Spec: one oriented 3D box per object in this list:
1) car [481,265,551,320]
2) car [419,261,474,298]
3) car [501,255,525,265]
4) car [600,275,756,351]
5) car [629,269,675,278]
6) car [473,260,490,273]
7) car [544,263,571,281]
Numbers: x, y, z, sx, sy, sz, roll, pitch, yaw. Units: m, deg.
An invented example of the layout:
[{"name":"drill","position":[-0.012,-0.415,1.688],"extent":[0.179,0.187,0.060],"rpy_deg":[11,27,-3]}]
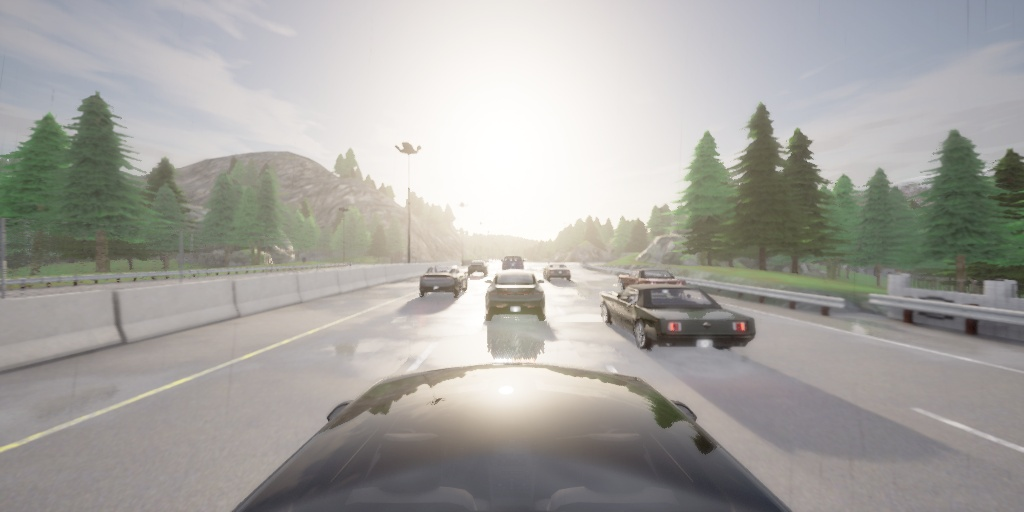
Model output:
[{"name":"car","position":[0.098,1.237,12.496],"extent":[1.837,1.490,4.892],"rpy_deg":[0,0,0]},{"name":"car","position":[-3.401,1.213,18.479],"extent":[2.128,1.511,4.902],"rpy_deg":[0,0,0]},{"name":"car","position":[0.089,0.913,35.944],"extent":[2.150,2.045,5.566],"rpy_deg":[0,0,0]},{"name":"car","position":[3.600,1.339,8.910],"extent":[1.895,1.301,4.718],"rpy_deg":[0,0,0]},{"name":"car","position":[7.099,1.322,18.762],"extent":[1.895,1.301,4.718],"rpy_deg":[0,0,0]},{"name":"car","position":[-3.413,1.195,36.556],"extent":[1.837,1.490,4.892],"rpy_deg":[0,0,0]},{"name":"car","position":[3.597,1.251,29.250],"extent":[2.033,1.411,5.357],"rpy_deg":[0,0,0]}]
